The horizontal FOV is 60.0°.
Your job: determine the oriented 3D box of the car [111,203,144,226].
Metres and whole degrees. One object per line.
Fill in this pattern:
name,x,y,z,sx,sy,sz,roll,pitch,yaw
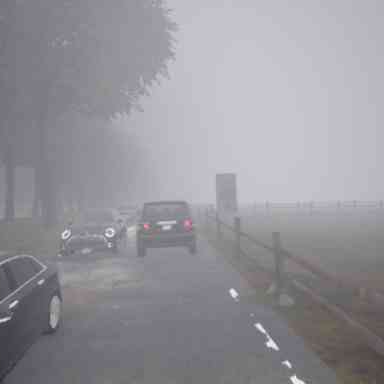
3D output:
car,-5.198,1.762,27.556,2.128,1.511,4.902,-2,0,-5

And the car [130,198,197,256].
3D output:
car,-1.088,1.292,13.740,2.150,2.045,5.566,-2,0,-5

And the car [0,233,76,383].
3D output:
car,-3.052,1.621,4.058,1.837,1.490,4.892,-2,0,-5

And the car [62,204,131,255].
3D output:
car,-3.976,1.524,14.063,2.097,1.767,4.553,-2,0,-5
